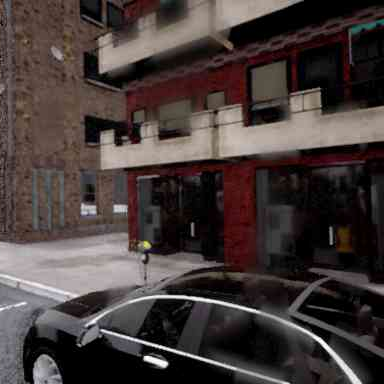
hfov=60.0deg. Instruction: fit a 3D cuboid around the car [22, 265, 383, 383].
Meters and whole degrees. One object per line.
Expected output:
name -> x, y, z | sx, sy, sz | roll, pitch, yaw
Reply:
car -> 0.254, 1.520, 3.252 | 4.892, 1.490, 1.837 | -1, 0, 35
